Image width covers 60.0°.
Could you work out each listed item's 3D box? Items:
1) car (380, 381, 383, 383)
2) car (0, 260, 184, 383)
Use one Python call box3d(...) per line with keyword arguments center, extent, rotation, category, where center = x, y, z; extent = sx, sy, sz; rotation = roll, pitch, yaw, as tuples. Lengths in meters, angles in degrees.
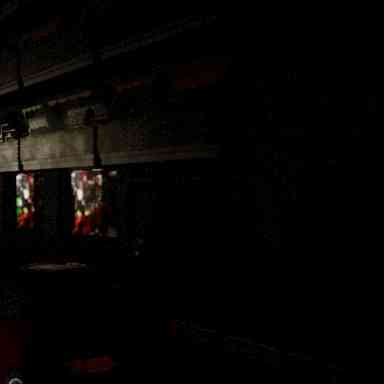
box3d(center=(2.580, 1.443, 1.034), extent=(4.097, 1.590, 1.967), rotation=(0, 0, 35), category="car")
box3d(center=(-2.032, 1.575, 4.322), extent=(4.206, 1.307, 1.802), rotation=(0, 0, 35), category="car")
